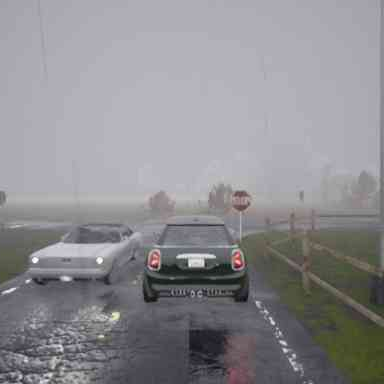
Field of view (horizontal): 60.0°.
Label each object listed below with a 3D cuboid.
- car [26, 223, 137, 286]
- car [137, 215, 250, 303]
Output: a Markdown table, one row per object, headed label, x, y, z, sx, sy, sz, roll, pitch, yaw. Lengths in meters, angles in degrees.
| label | x | y | z | sx | sy | sz | roll | pitch | yaw |
| --- | --- | --- | --- | --- | --- | --- | --- | --- | --- |
| car | -2.735 | 1.606 | 9.546 | 1.895 | 1.301 | 4.718 | 0 | 0 | 1 |
| car | 0.075 | 1.356 | 8.371 | 2.097 | 1.767 | 4.553 | 0 | 0 | 0 |
